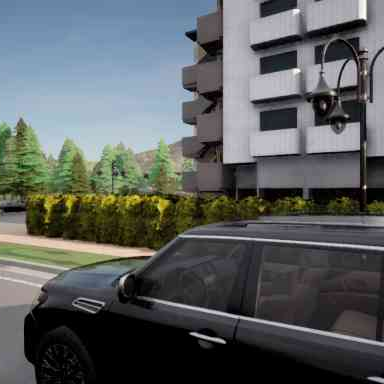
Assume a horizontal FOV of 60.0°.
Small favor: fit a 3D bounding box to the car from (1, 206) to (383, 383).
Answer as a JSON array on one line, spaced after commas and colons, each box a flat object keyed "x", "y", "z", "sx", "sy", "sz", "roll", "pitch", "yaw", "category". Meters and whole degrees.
[{"x": 0.773, "y": 1.221, "z": 3.121, "sx": 5.566, "sy": 2.045, "sz": 2.150, "roll": 0, "pitch": 0, "yaw": 34, "category": "car"}]

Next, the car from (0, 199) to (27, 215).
[{"x": -18.133, "y": 1.491, "z": 33.490, "sx": 2.128, "sy": 1.511, "sz": 4.902, "roll": 0, "pitch": 0, "yaw": 33, "category": "car"}]
